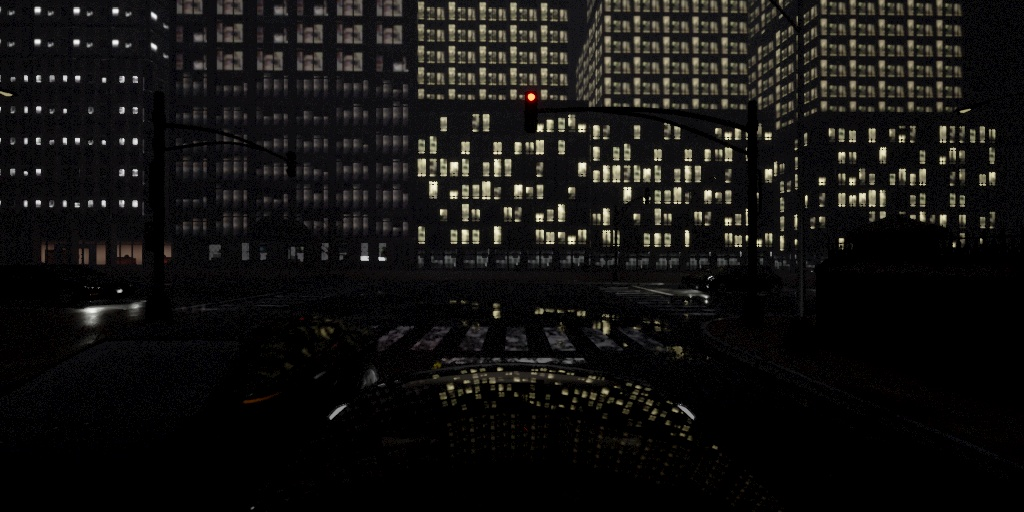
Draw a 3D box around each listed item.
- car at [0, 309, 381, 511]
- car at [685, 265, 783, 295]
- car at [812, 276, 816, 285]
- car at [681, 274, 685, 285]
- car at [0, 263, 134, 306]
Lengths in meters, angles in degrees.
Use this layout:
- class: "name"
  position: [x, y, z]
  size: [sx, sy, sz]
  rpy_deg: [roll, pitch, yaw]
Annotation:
- class: "car"
  position: [-2.661, 1.276, 3.096]
  size: [1.812, 1.442, 4.674]
  rpy_deg: [0, 0, 0]
- class: "car"
  position: [13.084, 1.283, 21.036]
  size: [4.553, 1.767, 2.097]
  rpy_deg: [1, 0, -1]
- class: "car"
  position: [23.460, 1.666, 24.451]
  size: [4.718, 1.301, 1.895]
  rpy_deg: [1, 0, -1]
- class: "car"
  position: [14.134, 1.429, 24.300]
  size: [5.008, 1.535, 1.882]
  rpy_deg: [1, 0, -2]
- class: "car"
  position: [-17.606, 1.040, 13.844]
  size: [4.892, 1.490, 1.837]
  rpy_deg: [2, 0, -1]
